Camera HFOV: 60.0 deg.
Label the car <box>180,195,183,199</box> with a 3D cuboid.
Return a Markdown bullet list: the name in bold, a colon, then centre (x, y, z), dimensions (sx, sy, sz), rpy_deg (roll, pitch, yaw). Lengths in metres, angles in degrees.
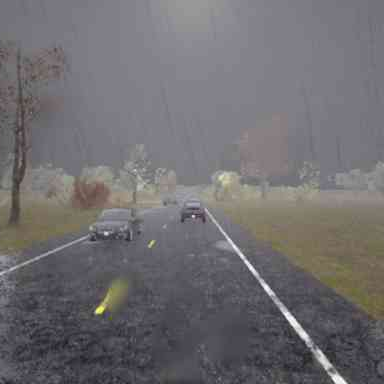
- **car**: centre (-3.515, 1.490, 95.472), dimensions (1.994, 1.385, 4.181), rpy_deg (0, 0, 0)

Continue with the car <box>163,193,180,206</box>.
- **car**: centre (-3.567, 1.200, 55.199), dimensions (2.150, 2.045, 5.566), rpy_deg (0, 0, 1)

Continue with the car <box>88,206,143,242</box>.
- **car**: centre (-3.602, 1.502, 16.369), dimensions (1.837, 1.490, 4.892), rpy_deg (0, 0, 0)

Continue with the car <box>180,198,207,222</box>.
- **car**: centre (0.097, 1.499, 26.483), dimensions (1.837, 1.490, 4.892), rpy_deg (0, 0, 0)
